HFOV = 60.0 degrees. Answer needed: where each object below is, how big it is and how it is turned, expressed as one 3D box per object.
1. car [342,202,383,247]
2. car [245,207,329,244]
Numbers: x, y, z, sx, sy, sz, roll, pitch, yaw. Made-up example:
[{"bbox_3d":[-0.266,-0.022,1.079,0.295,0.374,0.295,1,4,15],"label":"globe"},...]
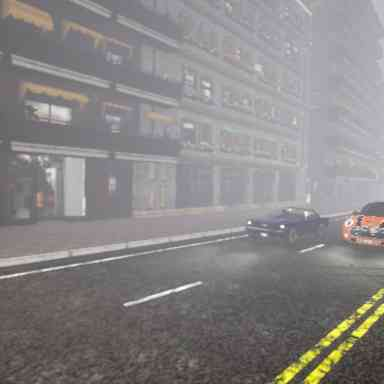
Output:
[{"bbox_3d":[7.962,1.237,13.839,2.097,1.767,4.553,3,2,42],"label":"car"},{"bbox_3d":[4.299,1.358,14.622,1.895,1.301,4.718,3,2,42],"label":"car"}]
